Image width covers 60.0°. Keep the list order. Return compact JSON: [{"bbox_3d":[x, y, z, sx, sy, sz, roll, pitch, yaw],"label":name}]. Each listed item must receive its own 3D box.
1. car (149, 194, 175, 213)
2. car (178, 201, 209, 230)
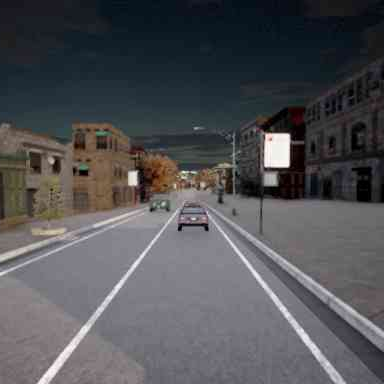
[{"bbox_3d":[-3.522,1.249,37.901,2.150,2.045,5.566,0,-1,0],"label":"car"},{"bbox_3d":[0.071,1.543,20.919,2.033,1.411,5.357,0,0,0],"label":"car"}]
